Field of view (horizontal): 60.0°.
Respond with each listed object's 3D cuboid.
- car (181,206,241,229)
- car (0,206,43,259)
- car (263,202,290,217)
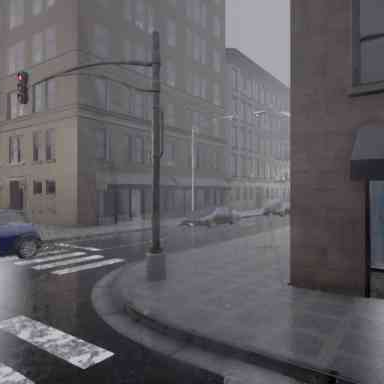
[{"bbox_3d":[1.503,1.665,22.973,2.033,1.411,5.357,0,0,35],"label":"car"},{"bbox_3d":[-7.312,1.381,10.580,2.097,1.767,4.553,0,0,35],"label":"car"},{"bbox_3d":[8.961,1.734,33.454,2.033,1.411,5.357,0,0,36],"label":"car"}]
